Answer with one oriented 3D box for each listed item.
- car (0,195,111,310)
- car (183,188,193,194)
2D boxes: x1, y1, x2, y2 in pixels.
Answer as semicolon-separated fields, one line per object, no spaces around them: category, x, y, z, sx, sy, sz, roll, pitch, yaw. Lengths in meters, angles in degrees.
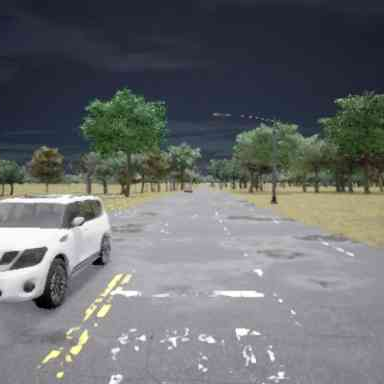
car;-3.507;1.089;7.887;2.150;2.045;5.566;0;0;0
car;-1.015;-0.246;80.715;1.895;1.301;4.718;0;1;6
